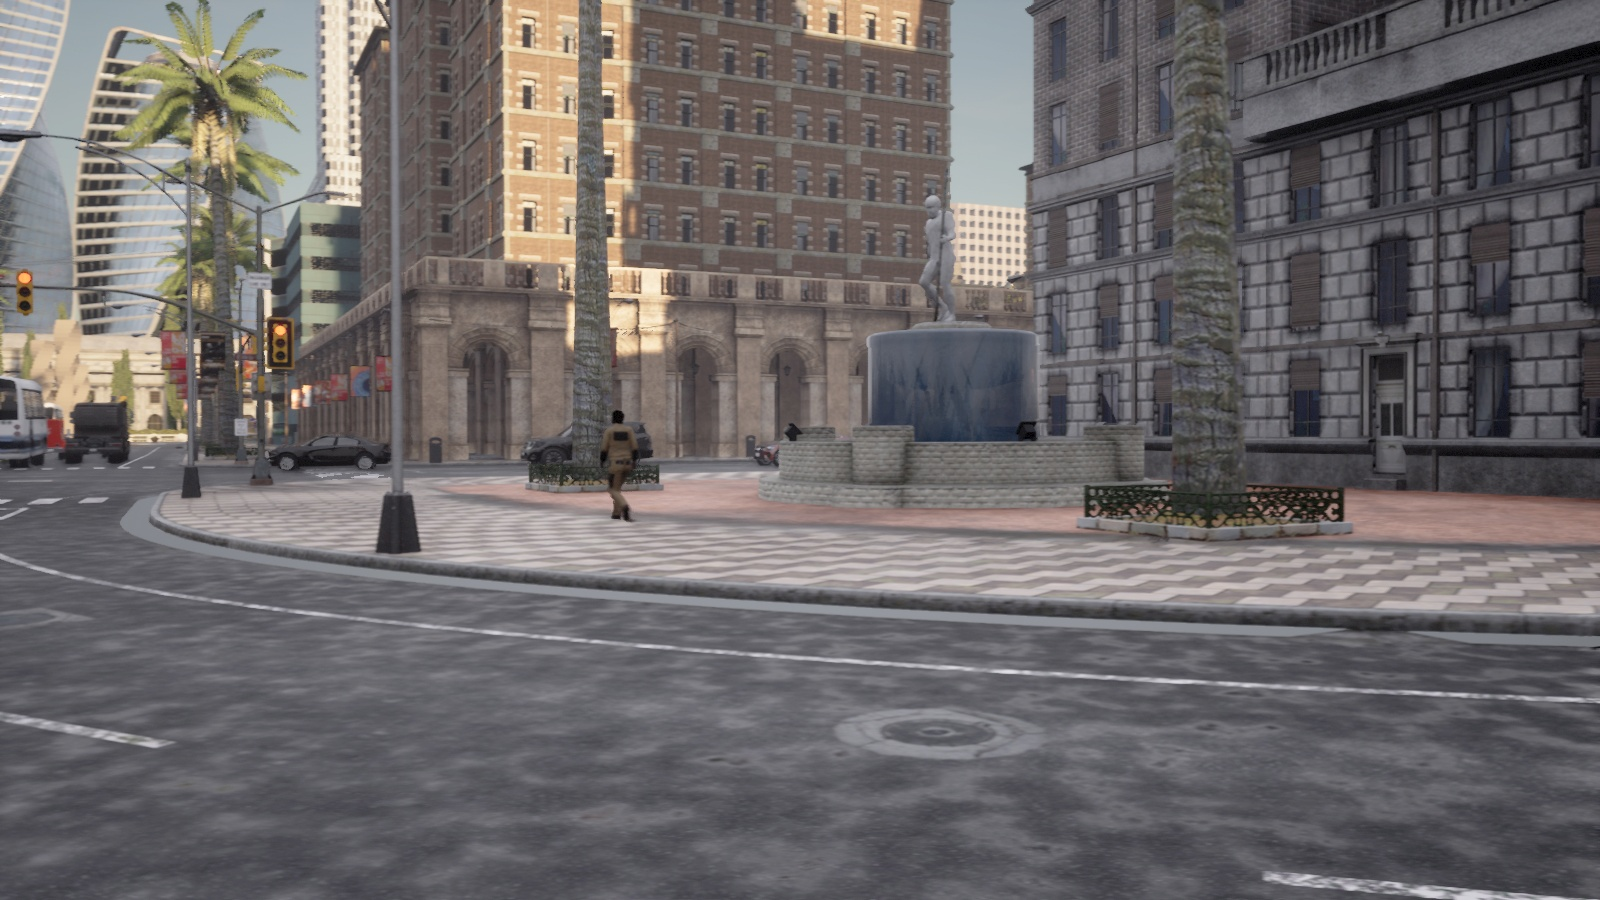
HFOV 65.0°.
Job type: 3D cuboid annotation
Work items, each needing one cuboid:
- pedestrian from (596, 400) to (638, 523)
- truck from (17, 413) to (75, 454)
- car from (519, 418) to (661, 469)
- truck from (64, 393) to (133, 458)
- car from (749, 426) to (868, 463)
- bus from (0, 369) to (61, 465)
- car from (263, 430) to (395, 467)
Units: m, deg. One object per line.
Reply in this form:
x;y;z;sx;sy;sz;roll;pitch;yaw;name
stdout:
-2.925;0.172;20.022;0.396;1.930;0.692;0;1;-34;pedestrian
-46.652;-1.018;77.808;2.627;2.467;5.204;0;1;-26;truck
-8.909;-0.288;53.264;5.566;2.045;2.150;0;1;-25;car
-39.577;-1.381;71.091;2.891;3.462;7.936;0;1;-25;truck
0.403;-0.258;57.738;5.027;1.651;2.152;0;1;-25;car
-38.266;-1.607;60.226;3.944;4.253;10.273;0;2;-26;bus
-19.758;-0.068;52.870;5.008;1.535;1.882;0;1;-12;car
